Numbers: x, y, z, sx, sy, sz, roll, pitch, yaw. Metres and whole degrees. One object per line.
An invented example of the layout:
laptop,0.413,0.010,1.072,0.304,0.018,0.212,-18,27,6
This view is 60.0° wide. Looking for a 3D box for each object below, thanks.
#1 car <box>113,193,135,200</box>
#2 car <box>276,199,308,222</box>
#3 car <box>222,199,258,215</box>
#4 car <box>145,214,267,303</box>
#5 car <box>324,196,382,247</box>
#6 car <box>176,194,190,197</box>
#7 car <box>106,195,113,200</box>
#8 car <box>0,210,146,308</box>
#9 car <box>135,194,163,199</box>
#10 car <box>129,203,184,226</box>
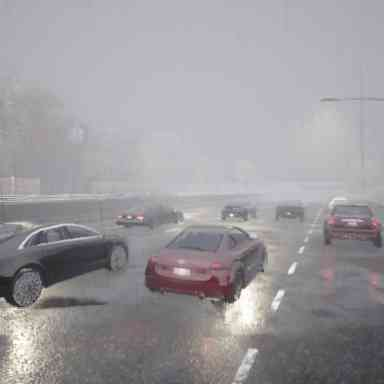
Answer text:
car,-9.055,0.963,49.113,1.882,1.535,5.008,1,0,23
car,7.452,1.284,24.631,1.882,1.535,5.008,1,1,23
car,3.601,1.290,24.500,1.837,1.490,4.892,1,1,23
car,0.586,1.485,8.226,1.994,1.385,4.181,1,1,23
car,7.080,1.246,14.937,2.097,1.767,4.553,1,1,23
car,-1.235,1.052,49.660,1.812,1.442,4.674,1,0,23
car,-11.531,0.949,52.244,1.837,1.490,4.892,1,0,23
car,-3.359,1.394,7.865,2.128,1.511,4.902,1,1,23
car,-5.712,1.022,48.045,1.837,1.490,4.892,1,0,23
car,-2.275,1.345,19.529,2.033,1.411,5.357,1,1,23
